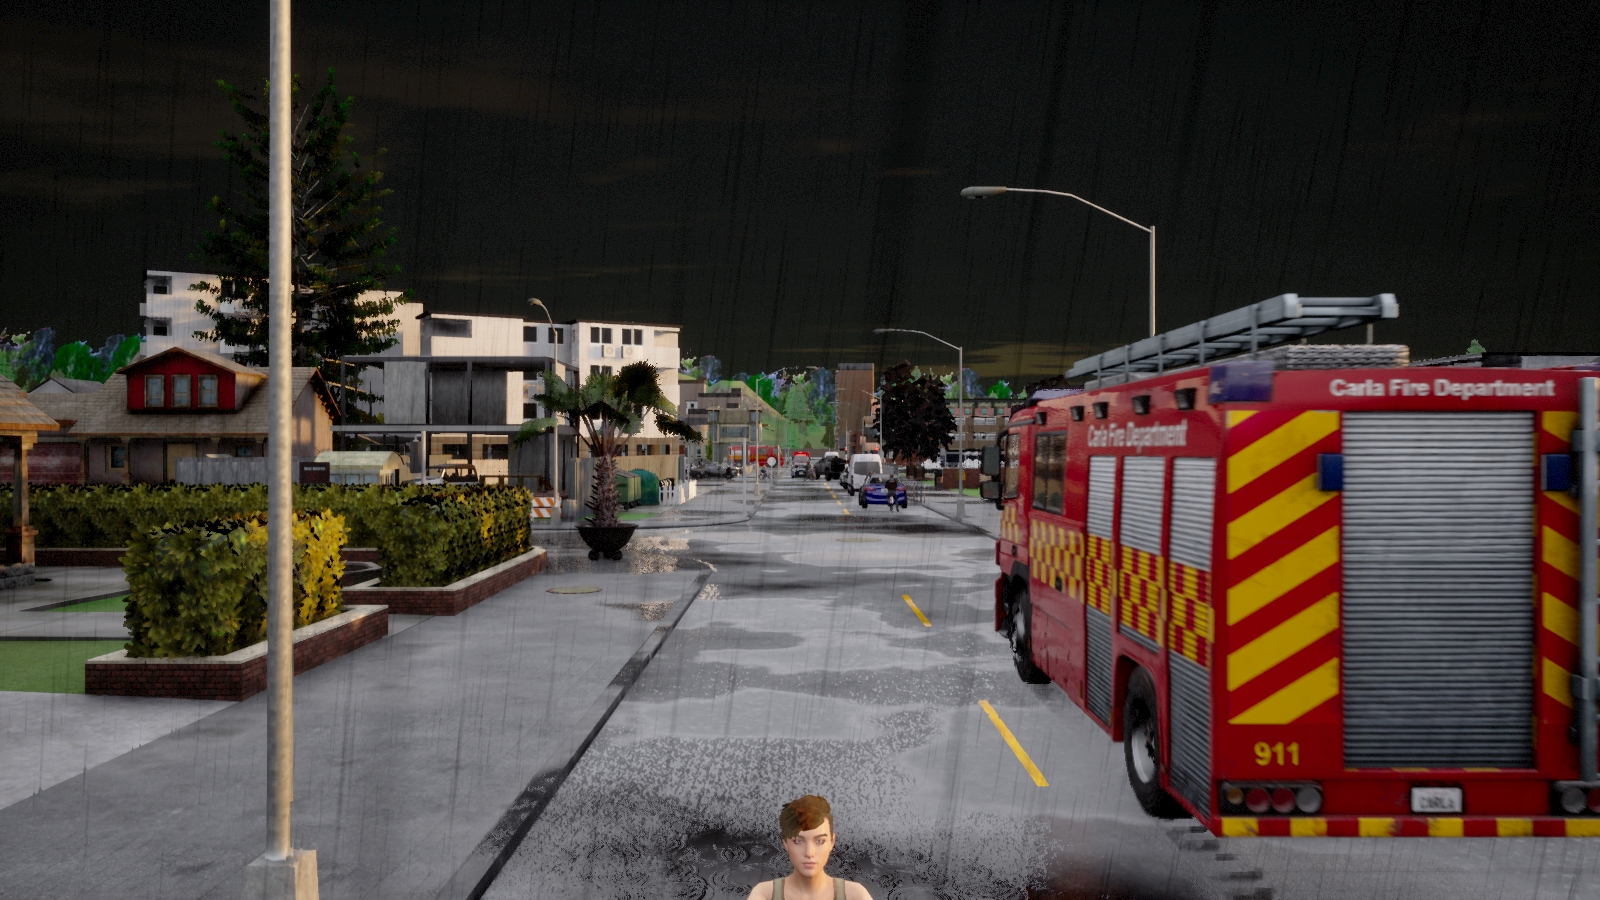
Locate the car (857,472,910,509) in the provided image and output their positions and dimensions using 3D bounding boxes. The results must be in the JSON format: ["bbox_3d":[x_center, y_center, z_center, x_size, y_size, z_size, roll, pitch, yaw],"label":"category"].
[{"bbox_3d":[4.046,1.967,56.171,2.242,1.667,4.611,0,0,0],"label":"car"}]

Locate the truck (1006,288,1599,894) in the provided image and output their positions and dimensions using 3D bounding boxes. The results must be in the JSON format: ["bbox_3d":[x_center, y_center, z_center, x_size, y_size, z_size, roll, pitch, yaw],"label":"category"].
[{"bbox_3d":[4.254,0.890,11.451,2.891,3.827,8.468,0,0,0],"label":"truck"}]

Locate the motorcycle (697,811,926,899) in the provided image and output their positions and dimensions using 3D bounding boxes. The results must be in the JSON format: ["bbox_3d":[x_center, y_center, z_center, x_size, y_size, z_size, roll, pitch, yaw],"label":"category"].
[{"bbox_3d":[0.039,2.155,3.558,0.764,1.307,2.356,0,0,0],"label":"motorcycle"}]

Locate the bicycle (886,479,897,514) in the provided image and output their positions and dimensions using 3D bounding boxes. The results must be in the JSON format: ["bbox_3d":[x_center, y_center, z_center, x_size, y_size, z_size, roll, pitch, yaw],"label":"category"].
[{"bbox_3d":[4.077,2.060,50.936,0.329,1.471,1.835,0,0,0],"label":"bicycle"}]

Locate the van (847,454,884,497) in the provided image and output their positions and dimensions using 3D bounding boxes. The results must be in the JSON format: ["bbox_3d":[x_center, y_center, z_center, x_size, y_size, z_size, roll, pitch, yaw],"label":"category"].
[{"bbox_3d":[4.045,1.534,71.355,1.988,2.561,5.915,0,0,0],"label":"van"}]

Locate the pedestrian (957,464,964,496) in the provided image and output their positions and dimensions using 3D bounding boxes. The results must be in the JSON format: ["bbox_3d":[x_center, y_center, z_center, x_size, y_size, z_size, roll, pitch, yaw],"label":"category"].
[{"bbox_3d":[9.287,1.744,66.048,0.375,1.860,0.375,0,0,-1],"label":"pedestrian"}]
